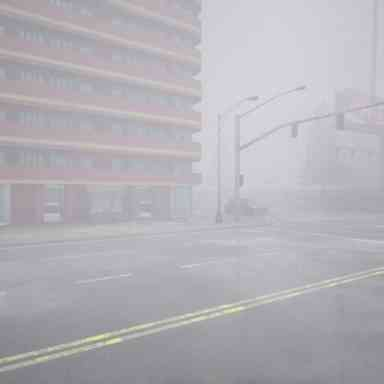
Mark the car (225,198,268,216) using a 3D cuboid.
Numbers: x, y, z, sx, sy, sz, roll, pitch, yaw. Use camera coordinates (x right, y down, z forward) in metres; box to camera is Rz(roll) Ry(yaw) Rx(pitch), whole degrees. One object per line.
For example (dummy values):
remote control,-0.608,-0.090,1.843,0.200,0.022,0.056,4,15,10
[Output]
car,5.271,1.354,32.414,2.097,1.767,4.553,0,0,-34
